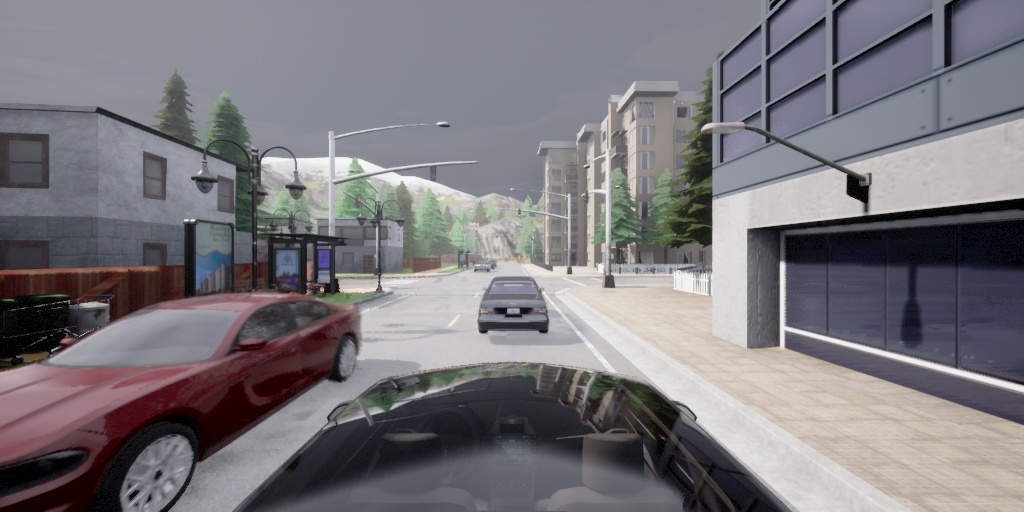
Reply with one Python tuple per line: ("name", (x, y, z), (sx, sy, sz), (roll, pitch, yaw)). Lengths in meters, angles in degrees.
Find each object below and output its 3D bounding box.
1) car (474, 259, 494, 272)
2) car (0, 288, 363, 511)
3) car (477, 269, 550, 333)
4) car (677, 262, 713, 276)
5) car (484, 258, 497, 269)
("car", (-3.735, 1.351, 45.377), (1.895, 1.301, 4.718), (0, 0, 0))
("car", (-3.573, 1.227, 4.322), (1.882, 1.535, 5.008), (0, 0, 0))
("car", (0.040, 1.297, 10.673), (2.033, 1.411, 5.357), (0, 0, 0))
("car", (16.598, 1.257, 30.669), (4.902, 1.511, 2.128), (0, 0, -2))
("car", (-3.758, 1.102, 55.231), (2.097, 1.767, 4.553), (0, 0, 0))
